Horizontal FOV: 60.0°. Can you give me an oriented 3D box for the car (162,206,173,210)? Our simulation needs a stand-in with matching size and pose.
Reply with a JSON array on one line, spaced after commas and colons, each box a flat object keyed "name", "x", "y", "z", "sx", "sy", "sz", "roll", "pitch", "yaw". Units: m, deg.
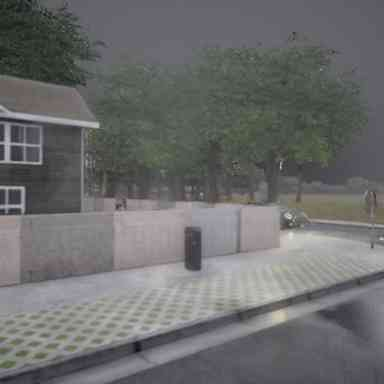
[{"name": "car", "x": -0.741, "y": 1.614, "z": 29.253, "sx": 1.895, "sy": 1.301, "sz": 4.718, "roll": 0, "pitch": 0, "yaw": -35}]

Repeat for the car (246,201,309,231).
[{"name": "car", "x": 5.086, "y": 1.382, "z": 21.038, "sx": 2.097, "sy": 1.767, "sz": 4.553, "roll": 0, "pitch": 0, "yaw": -35}]

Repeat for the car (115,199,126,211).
[{"name": "car", "x": -8.044, "y": 1.540, "z": 39.566, "sx": 2.033, "sy": 1.411, "sz": 5.357, "roll": 0, "pitch": 0, "yaw": -35}]
